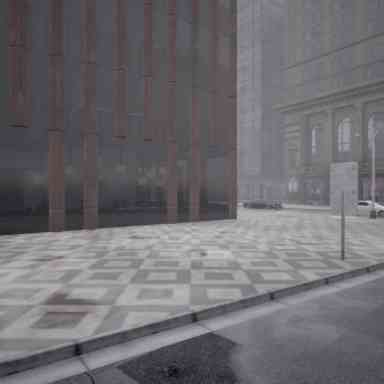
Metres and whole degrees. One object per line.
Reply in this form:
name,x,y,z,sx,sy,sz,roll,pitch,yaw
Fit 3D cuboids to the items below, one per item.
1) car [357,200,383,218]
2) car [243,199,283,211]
car,15.315,1.474,28.996,1.812,1.442,4.674,0,0,-37
car,8.280,1.516,38.731,1.895,1.301,4.718,0,0,-36
